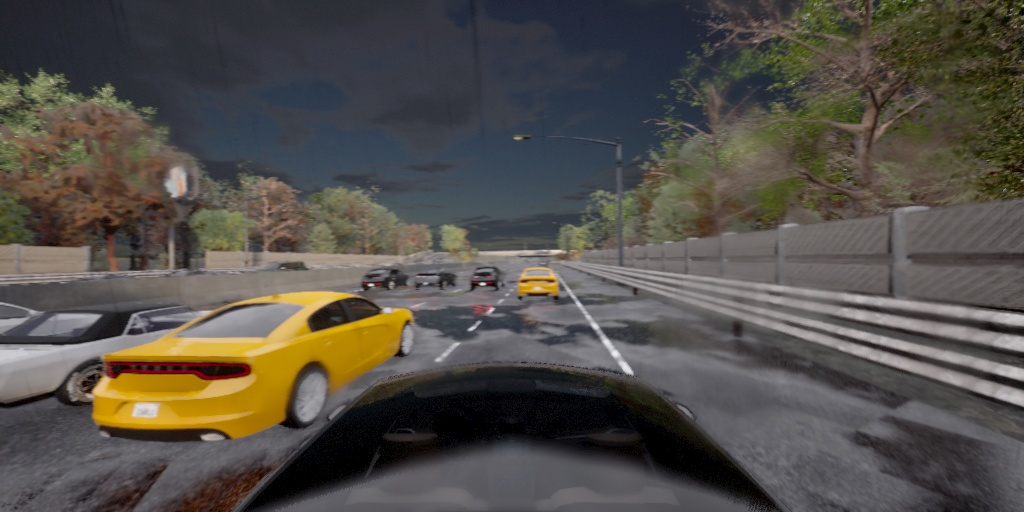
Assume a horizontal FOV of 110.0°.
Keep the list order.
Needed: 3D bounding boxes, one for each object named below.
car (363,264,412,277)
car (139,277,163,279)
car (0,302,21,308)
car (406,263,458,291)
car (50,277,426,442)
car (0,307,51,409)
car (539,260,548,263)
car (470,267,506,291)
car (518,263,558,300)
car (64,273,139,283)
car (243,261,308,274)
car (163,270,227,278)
[{"bbox_3d":[-8.518,1.559,24.599,1.837,1.490,4.892,-1,0,5],"label":"car"},{"bbox_3d":[-25.924,1.857,28.525,1.837,1.490,4.892,-1,-1,5],"label":"car"},{"bbox_3d":[-10.180,1.466,6.452,1.812,1.442,4.674,-1,0,5],"label":"car"},{"bbox_3d":[-5.038,1.490,24.219,2.128,1.511,4.902,-1,0,5],"label":"car"},{"bbox_3d":[-3.209,1.307,5.825,1.882,1.535,5.008,-1,0,5],"label":"car"},{"bbox_3d":[-6.658,1.488,6.492,1.895,1.301,4.718,-1,0,5],"label":"car"},{"bbox_3d":[5.261,1.685,61.112,1.812,1.442,4.674,-1,-1,5],"label":"car"},{"bbox_3d":[-1.553,1.448,23.933,1.837,1.490,4.892,-1,0,5],"label":"car"},{"bbox_3d":[1.377,1.336,18.634,1.882,1.535,5.008,-1,0,5],"label":"car"},{"bbox_3d":[-29.657,1.952,26.124,1.994,1.385,4.181,-1,0,5],"label":"car"},{"bbox_3d":[-18.870,1.466,28.872,2.150,2.045,5.566,-1,0,5],"label":"car"},{"bbox_3d":[-22.585,1.848,26.616,1.994,1.385,4.181,-1,0,5],"label":"car"}]
